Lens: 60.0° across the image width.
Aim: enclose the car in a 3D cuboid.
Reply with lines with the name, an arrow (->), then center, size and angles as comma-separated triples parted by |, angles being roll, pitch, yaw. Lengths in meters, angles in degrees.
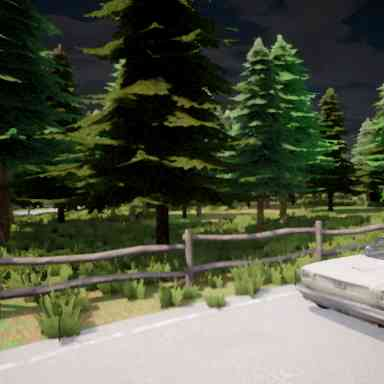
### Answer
car -> 4.242, 1.490, 6.192 | 4.718, 1.301, 1.895 | -1, 1, -28
